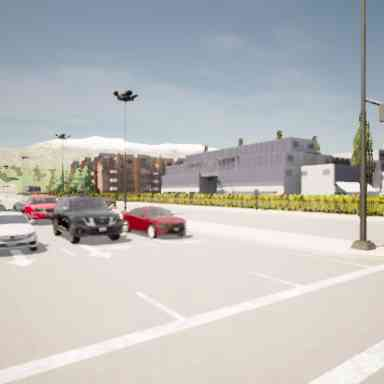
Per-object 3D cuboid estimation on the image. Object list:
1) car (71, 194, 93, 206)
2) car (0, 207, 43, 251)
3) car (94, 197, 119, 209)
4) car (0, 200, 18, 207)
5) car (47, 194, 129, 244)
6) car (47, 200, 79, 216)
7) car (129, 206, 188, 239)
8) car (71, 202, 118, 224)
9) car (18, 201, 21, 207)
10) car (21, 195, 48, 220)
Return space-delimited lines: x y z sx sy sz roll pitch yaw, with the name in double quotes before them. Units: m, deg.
"car" -19.439 1.337 58.582 2.150 2.045 5.566 0 0 -34
"car" -7.576 1.546 13.638 1.812 1.442 4.674 0 0 -33
"car" -12.459 1.580 48.107 1.882 1.535 5.008 0 0 -34
"car" -12.778 1.521 21.300 2.128 1.511 4.902 0 0 -34
"car" -5.367 1.255 16.580 2.150 2.045 5.566 0 0 -34
"car" -13.786 1.613 35.339 2.033 1.411 5.357 0 0 -33
"car" -2.121 1.522 18.027 1.882 1.535 5.008 0 0 -34
"car" -7.891 1.602 26.566 2.033 1.411 5.357 0 0 -34
"car" -17.065 1.602 33.943 2.033 1.411 5.357 0 0 -34
"car" -11.204 1.265 25.228 2.150 2.045 5.566 0 0 -34
